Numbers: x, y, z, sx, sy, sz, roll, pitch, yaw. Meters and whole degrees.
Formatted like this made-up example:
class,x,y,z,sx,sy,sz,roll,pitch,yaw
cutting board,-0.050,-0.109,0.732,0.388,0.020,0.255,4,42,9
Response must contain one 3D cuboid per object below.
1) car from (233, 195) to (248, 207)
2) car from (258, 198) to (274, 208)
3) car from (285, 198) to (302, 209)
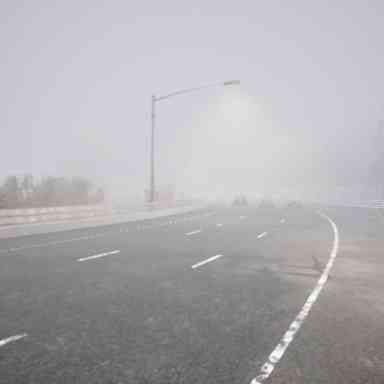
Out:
class,x,y,z,sx,sy,sz,roll,pitch,yaw
car,6.940,1.207,47.452,2.097,1.767,4.553,1,0,8
car,10.290,1.464,46.128,1.994,1.385,4.181,1,0,8
car,13.559,1.472,44.422,1.812,1.442,4.674,1,0,10
